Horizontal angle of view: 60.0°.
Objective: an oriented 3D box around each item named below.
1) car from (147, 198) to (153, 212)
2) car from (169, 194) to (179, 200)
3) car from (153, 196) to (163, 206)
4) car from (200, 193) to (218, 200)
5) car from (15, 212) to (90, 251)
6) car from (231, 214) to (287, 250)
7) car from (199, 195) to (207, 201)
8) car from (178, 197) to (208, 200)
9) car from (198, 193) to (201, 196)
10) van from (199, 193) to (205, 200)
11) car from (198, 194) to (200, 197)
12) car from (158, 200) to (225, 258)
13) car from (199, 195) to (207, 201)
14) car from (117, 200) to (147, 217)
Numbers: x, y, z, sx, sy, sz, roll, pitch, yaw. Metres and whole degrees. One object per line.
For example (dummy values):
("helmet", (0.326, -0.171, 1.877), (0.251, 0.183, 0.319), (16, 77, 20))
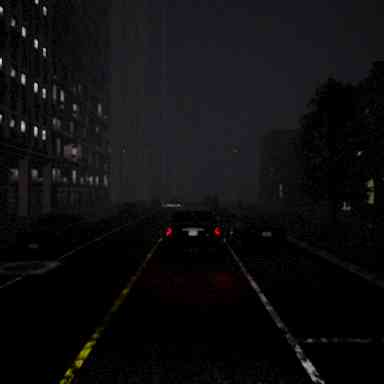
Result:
("car", (-5.667, 1.571, 36.279), (1.802, 1.307, 4.206), (1, 0, 0))
("car", (-3.038, 1.536, 58.173), (1.994, 1.385, 4.181), (0, 0, 0))
("car", (-5.659, 1.418, 52.917), (1.967, 1.590, 4.097), (1, 0, 0))
("car", (2.722, 1.298, 47.372), (2.192, 1.841, 5.009), (1, 0, 0))
("car", (-5.673, 1.564, 14.096), (1.947, 1.339, 4.313), (1, 0, 0))
("car", (2.707, 1.565, 14.096), (1.947, 1.339, 4.313), (1, 0, 0))
("car", (2.729, 1.473, 80.215), (1.752, 1.417, 4.829), (1, 0, 0))
("car", (0.055, 1.485, 27.905), (2.128, 1.511, 4.902), (0, 0, 0))
("car", (2.724, 1.526, 69.554), (1.947, 1.339, 4.313), (1, 0, 0))
("van", (2.736, 1.275, 91.001), (1.690, 1.788, 3.998), (1, 0, 0))
("car", (2.723, 1.532, 64.010), (1.947, 1.339, 4.313), (1, 0, 0))
("car", (0.050, 1.350, 12.839), (2.097, 1.767, 4.553), (0, 0, 0))
("car", (2.730, 1.491, 85.523), (2.008, 1.369, 4.403), (1, 0, 0))
("car", (-5.668, 1.557, 30.734), (1.947, 1.339, 4.313), (1, 0, 0))
